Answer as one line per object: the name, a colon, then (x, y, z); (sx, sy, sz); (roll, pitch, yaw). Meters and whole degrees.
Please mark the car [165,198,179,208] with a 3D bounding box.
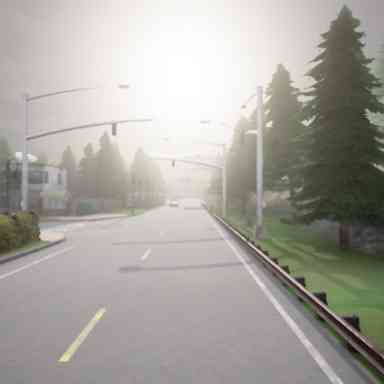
car: (-3.521, 2.242, 64.233); (2.033, 1.411, 5.357); (0, -1, 0)
